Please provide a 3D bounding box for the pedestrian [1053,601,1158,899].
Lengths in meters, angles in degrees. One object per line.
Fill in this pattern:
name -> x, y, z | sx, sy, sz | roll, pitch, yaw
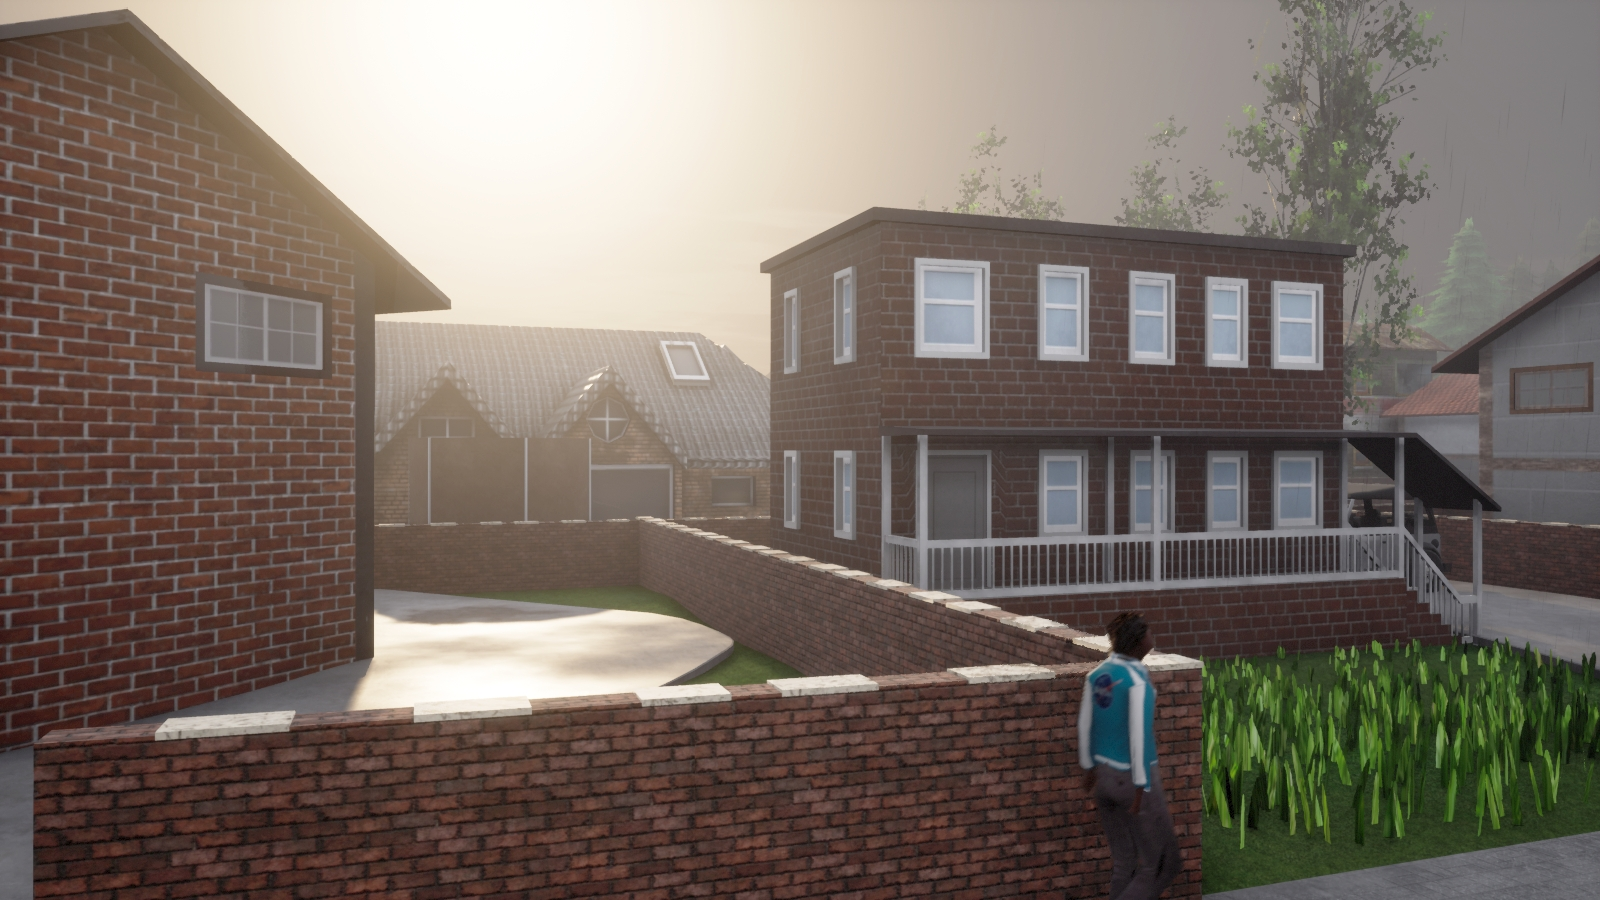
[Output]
pedestrian -> 1.580, 1.749, 5.932 | 0.375, 1.860, 0.375 | 0, 0, -23
